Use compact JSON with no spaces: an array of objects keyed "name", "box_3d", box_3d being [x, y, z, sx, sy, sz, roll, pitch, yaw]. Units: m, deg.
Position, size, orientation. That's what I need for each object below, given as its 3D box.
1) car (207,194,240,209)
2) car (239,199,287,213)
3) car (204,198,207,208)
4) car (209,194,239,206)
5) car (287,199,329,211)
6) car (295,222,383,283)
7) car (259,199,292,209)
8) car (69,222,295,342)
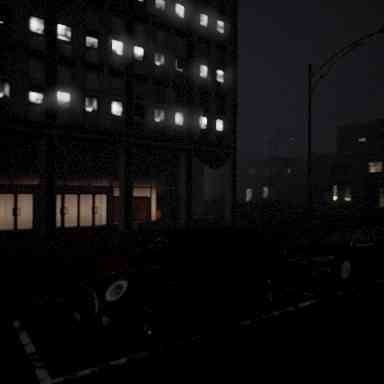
[{"name":"car","box_3d":[4.558,1.276,40.858,2.192,1.841,5.009,1,0,-35]},{"name":"car","box_3d":[7.704,1.535,36.303,2.008,1.369,4.403,1,0,-35]},{"name":"car","box_3d":[1.406,1.490,45.412,2.008,1.369,4.403,1,0,-35]},{"name":"car","box_3d":[5.154,1.311,54.731,2.192,1.841,5.009,1,0,-35]},{"name":"car","box_3d":[14.501,1.588,41.207,1.752,1.417,4.829,1,0,-35]},{"name":"car","box_3d":[4.455,1.588,9.739,4.403,1.369,2.008,0,0,-36]},{"name":"car","box_3d":[11.449,1.622,45.621,1.802,1.307,4.206,1,0,-35]},{"name":"car","box_3d":[-0.176,1.454,6.430,4.097,1.590,1.967,0,0,-36]}]
